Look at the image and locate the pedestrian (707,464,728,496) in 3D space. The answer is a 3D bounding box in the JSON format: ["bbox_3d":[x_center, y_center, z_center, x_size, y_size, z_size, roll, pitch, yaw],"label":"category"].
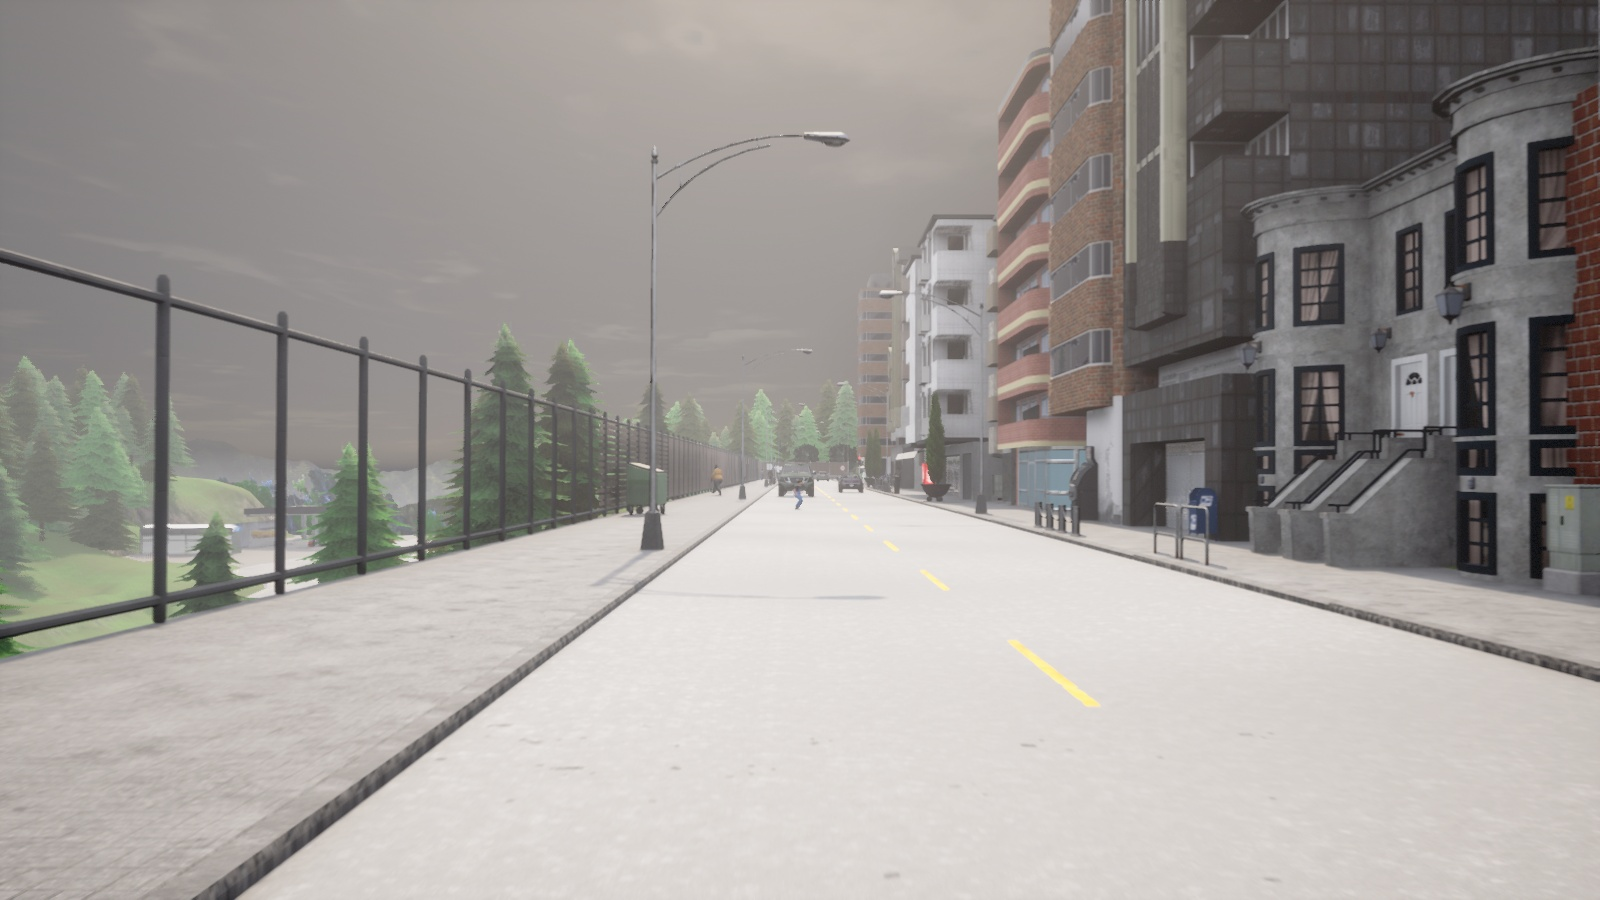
[{"bbox_3d":[-4.817,1.772,73.379,0.874,1.855,0.900,1,-1,-43],"label":"pedestrian"}]

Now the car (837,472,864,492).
[{"bbox_3d":[3.742,2.371,93.060,1.816,1.474,4.193,0,-1,0],"label":"car"}]

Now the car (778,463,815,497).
[{"bbox_3d":[-0.214,1.823,76.983,2.150,2.045,5.566,0,-1,0],"label":"car"}]
